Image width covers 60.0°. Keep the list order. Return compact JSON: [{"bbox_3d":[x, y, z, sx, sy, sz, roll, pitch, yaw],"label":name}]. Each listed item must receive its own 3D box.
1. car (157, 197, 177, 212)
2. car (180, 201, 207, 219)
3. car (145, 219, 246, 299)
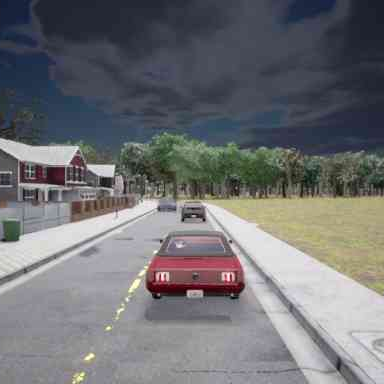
[{"bbox_3d":[-2.853,1.344,38.692,2.097,1.767,4.553,0,0,0],"label":"car"},{"bbox_3d":[0.112,1.500,26.434,1.837,1.490,4.892,0,0,0],"label":"car"},{"bbox_3d":[0.099,1.600,8.386,1.895,1.301,4.718,0,0,1],"label":"car"}]
